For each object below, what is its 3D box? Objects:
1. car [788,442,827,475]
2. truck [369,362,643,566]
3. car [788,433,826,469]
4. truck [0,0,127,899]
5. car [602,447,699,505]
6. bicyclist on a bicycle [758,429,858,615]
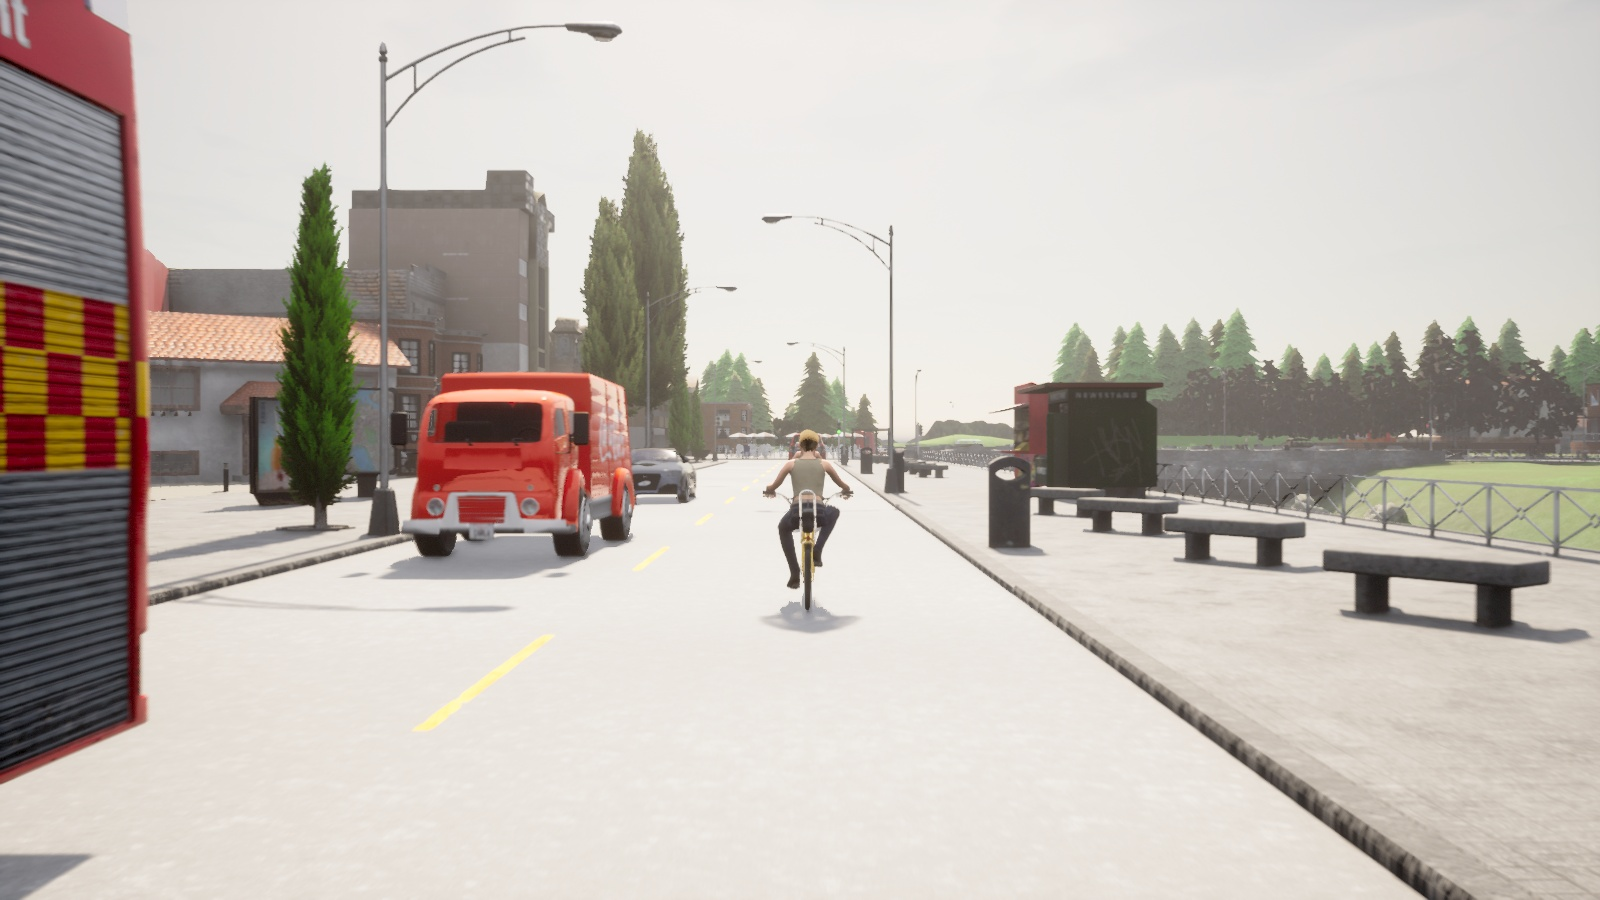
[{"bbox_3d":[0.347,0.387,60.045,1.789,1.549,3.705,0,0,0],"label":"car"},{"bbox_3d":[-3.885,0.156,17.799,2.627,2.467,5.204,0,0,0],"label":"truck"},{"bbox_3d":[0.425,0.048,74.145,2.150,2.045,5.566,0,0,0],"label":"car"},{"bbox_3d":[-3.980,-0.424,0.448,2.891,3.827,8.468,0,0,0],"label":"truck"},{"bbox_3d":[-3.804,0.623,32.626,1.994,1.385,4.181,0,0,0],"label":"car"},{"bbox_3d":[0.075,0.618,11.610,0.866,1.612,1.509,0,0,1],"label":"bicyclist on a bicycle"}]
